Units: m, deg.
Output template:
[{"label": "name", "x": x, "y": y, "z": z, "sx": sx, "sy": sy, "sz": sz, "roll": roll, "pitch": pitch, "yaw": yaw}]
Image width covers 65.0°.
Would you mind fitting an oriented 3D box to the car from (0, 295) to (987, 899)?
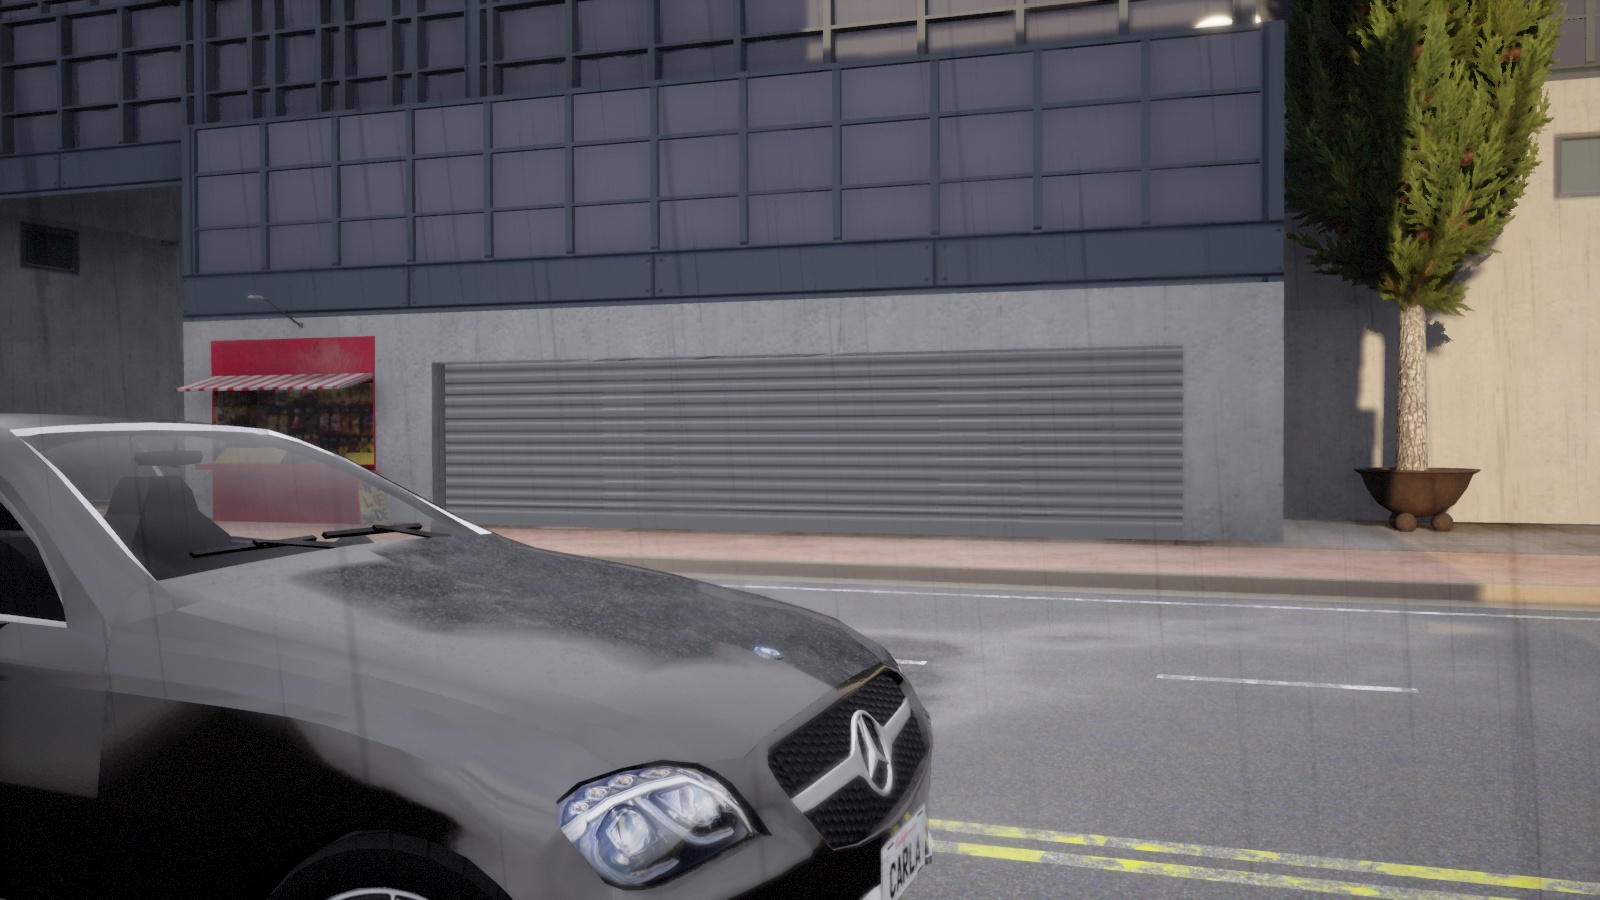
[{"label": "car", "x": -2.120, "y": 0.535, "z": 3.904, "sx": 5.027, "sy": 1.651, "sz": 2.152, "roll": 1, "pitch": 1, "yaw": 19}]
